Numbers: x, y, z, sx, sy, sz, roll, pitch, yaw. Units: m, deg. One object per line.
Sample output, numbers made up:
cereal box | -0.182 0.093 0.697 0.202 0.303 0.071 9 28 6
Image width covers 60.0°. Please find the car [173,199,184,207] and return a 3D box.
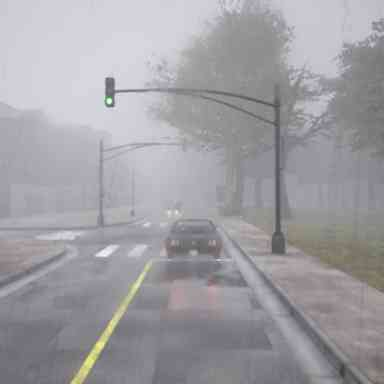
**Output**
car | -2.614 2.219 66.757 2.033 1.411 5.357 0 -1 0

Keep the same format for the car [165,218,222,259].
car | 0.079 1.677 12.937 1.895 1.301 4.718 0 0 1

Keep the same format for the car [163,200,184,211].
car | -2.734 1.972 49.591 2.128 1.511 4.902 0 -1 0
